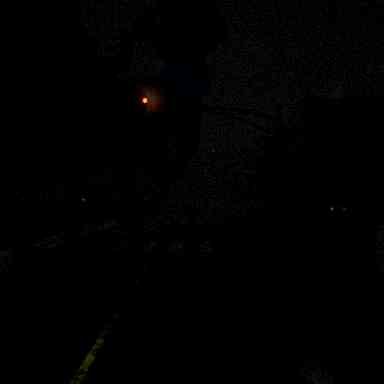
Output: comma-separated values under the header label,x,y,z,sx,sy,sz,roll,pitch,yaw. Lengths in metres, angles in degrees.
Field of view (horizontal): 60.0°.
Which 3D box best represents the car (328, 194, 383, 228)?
label,x,y,z,sx,sy,sz,roll,pitch,yaw
car,11.408,1.123,20.717,5.566,2.045,2.150,0,-1,0
